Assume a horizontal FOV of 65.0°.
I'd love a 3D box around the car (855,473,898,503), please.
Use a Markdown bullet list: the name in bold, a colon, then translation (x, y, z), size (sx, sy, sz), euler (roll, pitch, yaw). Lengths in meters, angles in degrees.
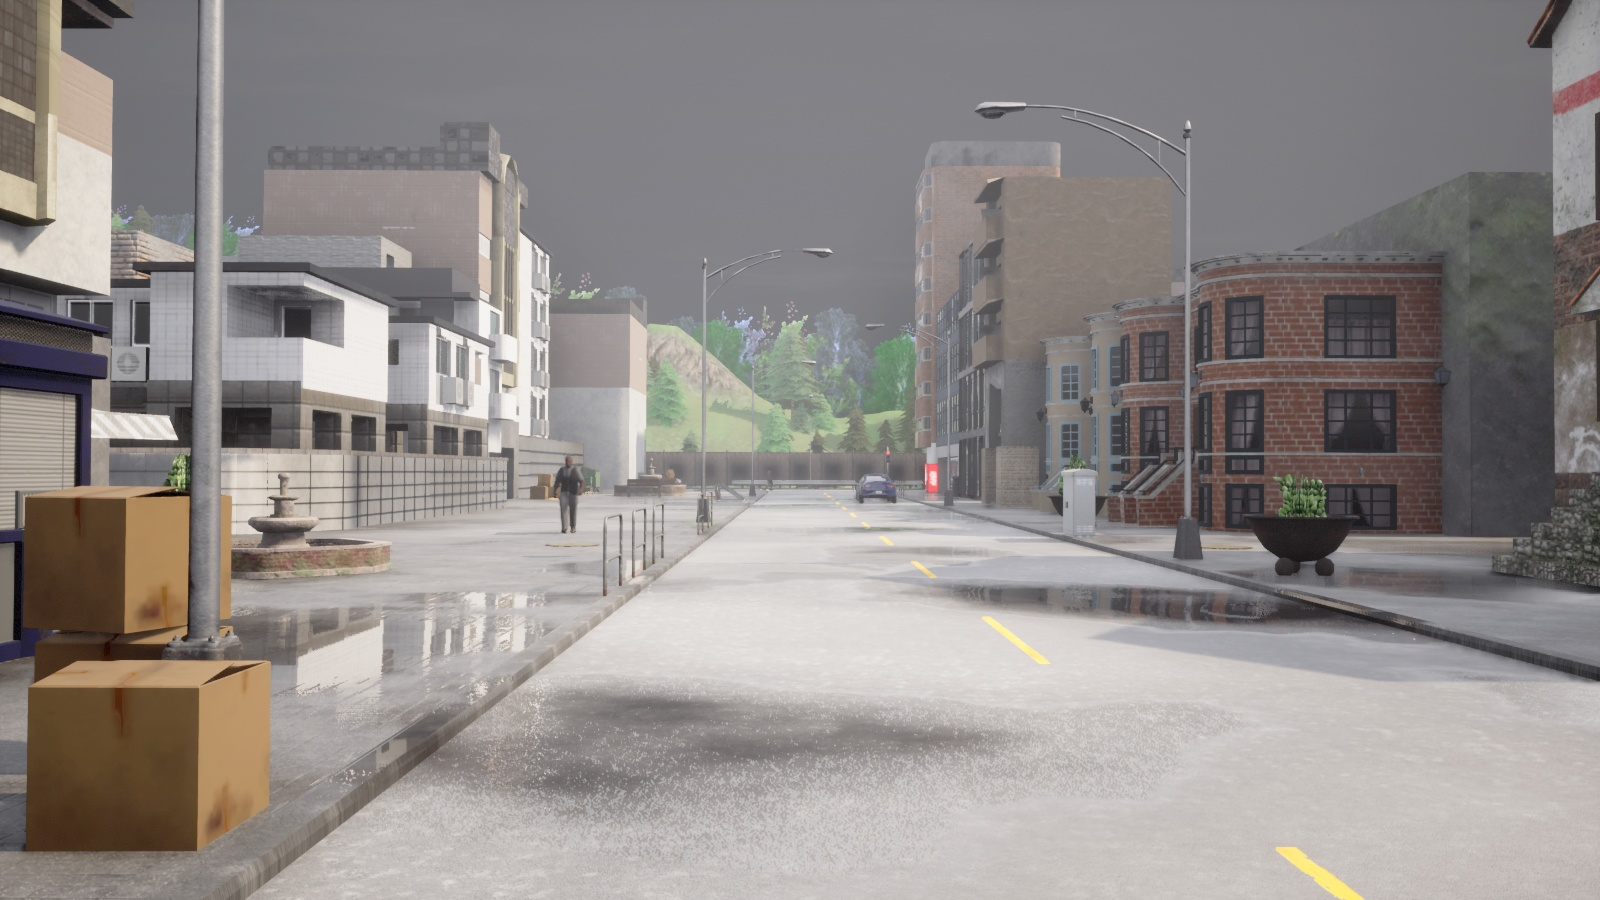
- **car**: translation (3.796, 1.880, 62.945), size (1.812, 1.442, 4.674), euler (0, -1, 0)
